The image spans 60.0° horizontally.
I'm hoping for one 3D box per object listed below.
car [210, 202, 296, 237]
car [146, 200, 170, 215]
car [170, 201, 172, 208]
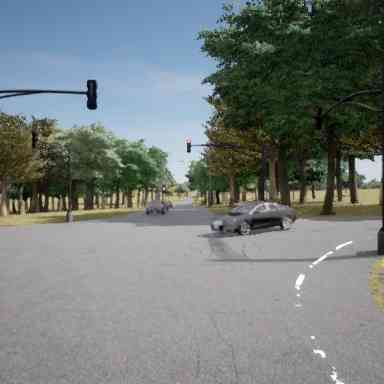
[{"bbox_3d":[3.146,1.281,16.851,4.902,1.511,2.128,-2,-1,-33],"label":"car"},{"bbox_3d":[-4.181,1.732,39.482,2.097,1.767,4.553,0,-1,0],"label":"car"},{"bbox_3d":[-4.373,2.157,49.727,1.895,1.301,4.718,0,-1,-1],"label":"car"}]
